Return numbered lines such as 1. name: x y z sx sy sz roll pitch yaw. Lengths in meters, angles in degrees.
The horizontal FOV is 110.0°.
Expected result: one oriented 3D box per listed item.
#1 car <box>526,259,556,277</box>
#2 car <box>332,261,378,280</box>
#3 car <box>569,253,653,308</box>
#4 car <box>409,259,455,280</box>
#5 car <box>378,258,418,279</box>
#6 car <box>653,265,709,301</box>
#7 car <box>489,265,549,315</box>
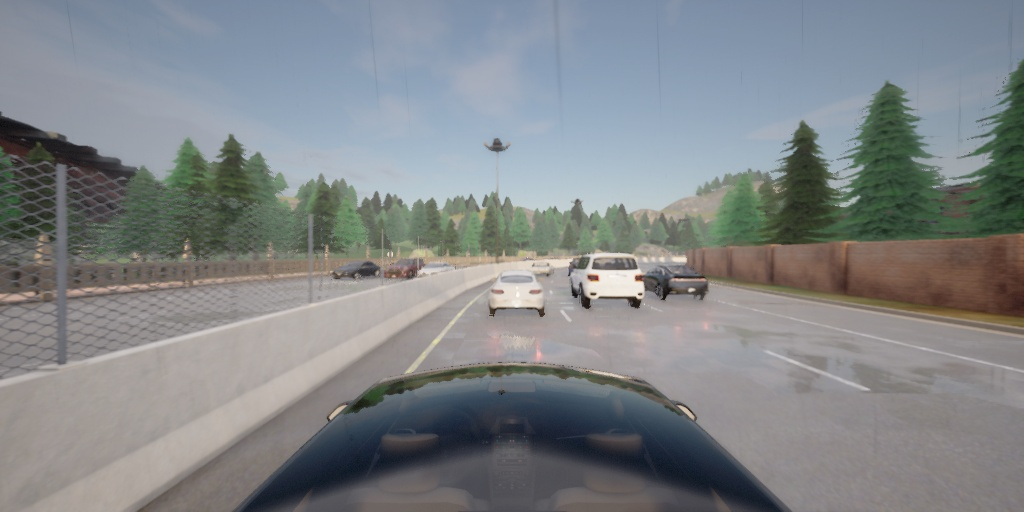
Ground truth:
1. car: 2.879 1.205 33.802 1.895 1.301 4.718 0 0 13
2. car: -12.484 1.132 29.152 1.837 1.490 4.892 0 0 10
3. car: 3.766 0.911 15.006 2.150 2.045 5.566 0 0 3
4. car: -5.741 1.160 27.270 1.812 1.442 4.674 0 0 9
5. car: -8.770 0.973 29.998 2.097 1.767 4.553 0 0 10
6. car: 7.380 1.173 16.910 2.128 1.511 4.902 0 0 3
7. car: 0.191 1.224 13.106 1.812 1.442 4.674 0 0 1
